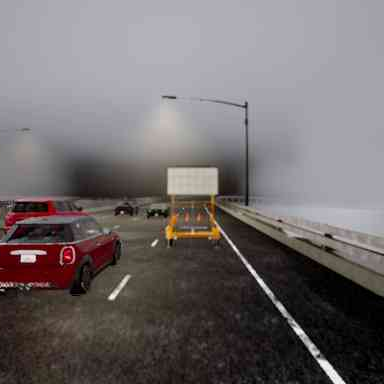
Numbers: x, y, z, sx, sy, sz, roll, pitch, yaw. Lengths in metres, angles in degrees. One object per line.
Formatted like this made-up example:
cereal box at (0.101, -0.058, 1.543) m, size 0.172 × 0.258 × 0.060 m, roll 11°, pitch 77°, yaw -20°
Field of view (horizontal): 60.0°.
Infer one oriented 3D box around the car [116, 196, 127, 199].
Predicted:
car at (-16.456, 1.710, 77.529) m, size 2.097 × 1.767 × 4.553 m, roll 0°, pitch 0°, yaw 2°

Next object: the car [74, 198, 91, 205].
car at (-23.604, 2.042, 71.983) m, size 1.895 × 1.301 × 4.718 m, roll 0°, pitch 0°, yaw 1°

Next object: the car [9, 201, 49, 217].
car at (-17.373, 1.744, 35.830) m, size 1.837 × 1.490 × 4.892 m, roll 0°, pitch 0°, yaw 1°

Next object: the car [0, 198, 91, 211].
car at (-6.854, 1.331, 16.378) m, size 2.150 × 2.045 × 5.566 m, roll 0°, pitch 0°, yaw 0°

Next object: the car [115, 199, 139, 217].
car at (-6.696, 1.732, 34.474) m, size 1.837 × 1.490 × 4.892 m, roll 0°, pitch 0°, yaw 1°

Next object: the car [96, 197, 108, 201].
car at (-20.047, 1.954, 74.130) m, size 2.128 × 1.511 × 4.902 m, roll 0°, pitch 0°, yaw 1°

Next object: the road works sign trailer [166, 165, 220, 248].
road works sign trailer at (0.032, 0.566, 15.274) m, size 2.380 × 3.560 × 2.880 m, roll 0°, pitch 0°, yaw 0°

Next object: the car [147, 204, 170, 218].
car at (-3.217, 1.816, 32.790) m, size 1.895 × 1.301 × 4.718 m, roll 0°, pitch 0°, yaw 1°

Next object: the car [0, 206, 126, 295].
car at (-3.383, 1.413, 9.020) m, size 2.097 × 1.767 × 4.553 m, roll 0°, pitch 0°, yaw 0°
